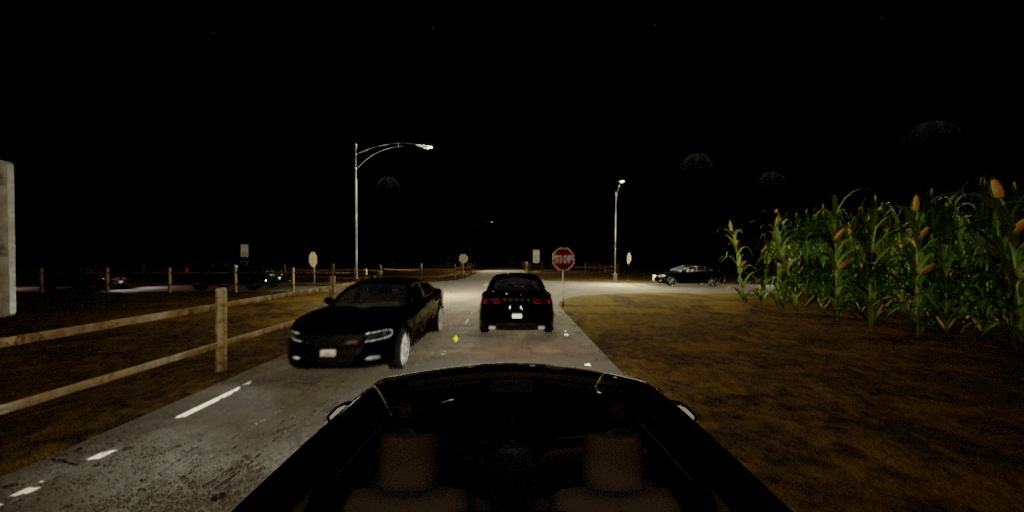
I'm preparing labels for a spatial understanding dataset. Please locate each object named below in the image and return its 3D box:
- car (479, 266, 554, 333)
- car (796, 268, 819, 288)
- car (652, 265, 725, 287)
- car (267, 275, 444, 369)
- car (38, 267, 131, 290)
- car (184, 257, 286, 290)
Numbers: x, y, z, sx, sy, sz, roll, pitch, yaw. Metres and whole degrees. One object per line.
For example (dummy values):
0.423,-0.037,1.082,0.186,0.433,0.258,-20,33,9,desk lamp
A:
0.119,1.247,10.829,1.882,1.535,5.008,0,0,0,car
22.498,1.557,25.768,4.181,1.385,1.994,1,1,0,car
12.650,1.392,25.827,4.902,1.511,2.128,0,1,0,car
-2.830,1.238,8.050,1.882,1.535,5.008,0,0,1,car
-27.535,1.404,23.119,4.674,1.442,1.812,0,1,0,car
-17.705,1.070,23.056,5.566,2.045,2.150,0,1,0,car
